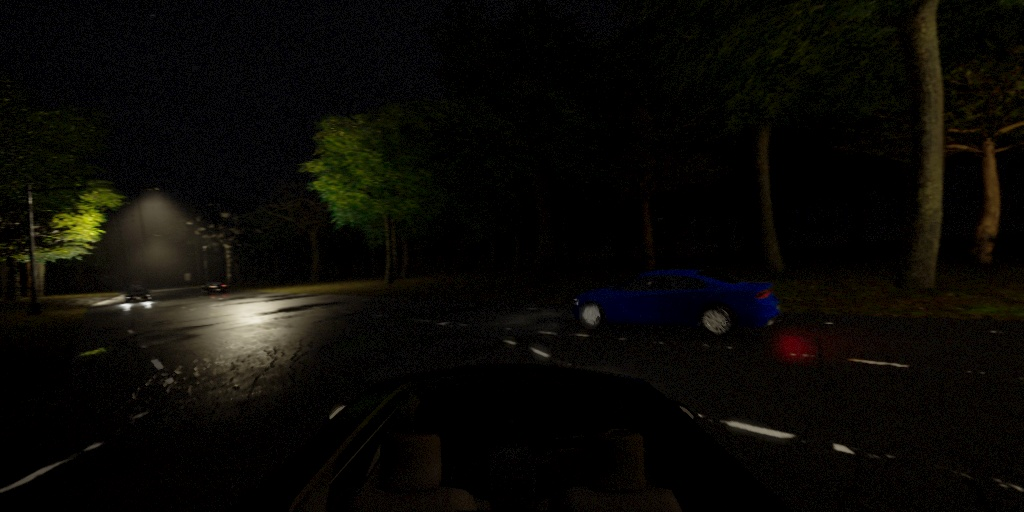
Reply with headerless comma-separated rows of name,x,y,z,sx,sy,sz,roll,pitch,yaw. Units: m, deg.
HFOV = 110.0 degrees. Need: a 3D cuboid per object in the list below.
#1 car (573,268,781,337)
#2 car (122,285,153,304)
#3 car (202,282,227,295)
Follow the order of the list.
car,3.998,1.118,9.544,5.008,1.535,1.882,-5,-2,40
car,-39.860,4.193,38.183,4.892,1.490,1.837,-4,1,43
car,-37.409,4.014,44.981,4.902,1.511,2.128,-4,0,41
